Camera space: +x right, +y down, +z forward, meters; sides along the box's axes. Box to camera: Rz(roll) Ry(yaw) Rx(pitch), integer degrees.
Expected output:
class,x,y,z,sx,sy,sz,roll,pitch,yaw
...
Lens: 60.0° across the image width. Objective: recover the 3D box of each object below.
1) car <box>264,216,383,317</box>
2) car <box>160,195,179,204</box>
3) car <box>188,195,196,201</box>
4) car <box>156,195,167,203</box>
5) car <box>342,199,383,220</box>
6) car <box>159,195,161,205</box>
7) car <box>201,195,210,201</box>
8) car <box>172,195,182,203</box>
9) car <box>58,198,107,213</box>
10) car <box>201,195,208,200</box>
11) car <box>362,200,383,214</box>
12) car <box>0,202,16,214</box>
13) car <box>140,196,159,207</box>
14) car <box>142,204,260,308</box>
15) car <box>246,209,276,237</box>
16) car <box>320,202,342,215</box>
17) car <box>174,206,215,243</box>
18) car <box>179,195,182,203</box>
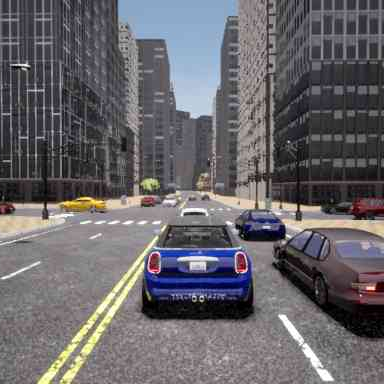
class,x,y,z,sx,sy,sz,roll,pitch,yaw
car,3.359,1.544,7.758,2.033,1.411,5.357,0,0,0
car,-3.279,1.488,49.741,1.812,1.442,4.674,0,0,0
car,0.101,1.448,79.762,2.128,1.511,4.902,0,0,0
car,-6.412,1.415,70.285,1.882,1.535,5.008,0,0,0
car,16.237,1.518,28.752,5.009,1.841,2.192,1,0,1
car,-6.501,1.498,59.915,2.033,1.411,5.357,0,0,0
car,3.352,1.422,80.398,1.837,1.490,4.892,0,0,0
car,-3.163,1.415,69.647,1.882,1.535,5.008,0,0,0
car,-11.521,1.339,35.008,5.008,1.535,1.882,1,1,1
car,3.366,1.501,90.421,1.895,1.301,4.718,0,0,0
car,21.856,1.642,37.031,4.829,1.417,1.752,1,0,1
car,-19.353,1.407,31.971,4.181,1.385,1.994,1,1,1
car,-6.528,1.440,49.989,1.882,1.535,5.008,0,0,0
car,0.109,1.348,8.097,2.097,1.767,4.553,0,0,0
car,3.370,1.554,16.997,1.994,1.385,4.181,0,0,0
car,15.866,1.707,34.541,4.718,1.301,1.895,0,1,1
car,0.120,1.516,16.954,1.812,1.442,4.674,0,0,0
car,-3.252,1.498,59.431,2.033,1.411,5.357,0,0,0
